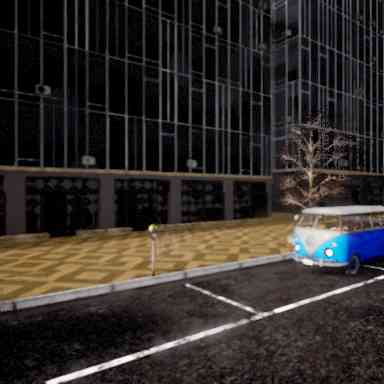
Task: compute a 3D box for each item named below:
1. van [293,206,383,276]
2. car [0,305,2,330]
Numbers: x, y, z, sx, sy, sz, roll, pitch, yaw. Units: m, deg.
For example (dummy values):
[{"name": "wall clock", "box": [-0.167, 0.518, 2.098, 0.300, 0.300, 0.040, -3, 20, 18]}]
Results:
[{"name": "van", "box": [4.768, 1.324, 10.019, 3.998, 1.788, 1.690, 0, 0, -36]}, {"name": "car", "box": [-4.464, 1.559, 3.356, 4.403, 1.369, 2.008, 0, 0, -36]}]
